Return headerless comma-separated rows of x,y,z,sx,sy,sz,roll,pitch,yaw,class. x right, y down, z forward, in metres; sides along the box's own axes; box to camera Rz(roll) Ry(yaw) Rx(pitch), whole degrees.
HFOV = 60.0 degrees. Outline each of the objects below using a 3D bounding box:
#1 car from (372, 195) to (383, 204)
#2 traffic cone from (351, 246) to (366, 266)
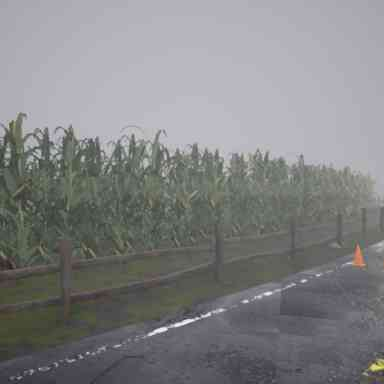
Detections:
35.359,1.442,63.310,1.837,1.490,4.892,0,0,12,car
5.125,1.953,10.255,0.340,0.580,0.340,0,0,45,traffic cone
